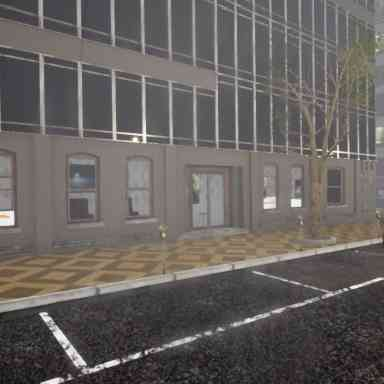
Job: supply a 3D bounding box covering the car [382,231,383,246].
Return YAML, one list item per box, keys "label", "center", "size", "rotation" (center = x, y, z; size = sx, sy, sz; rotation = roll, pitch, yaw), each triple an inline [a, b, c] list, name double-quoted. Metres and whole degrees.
- label: "car"
  center: [9.365, 1.436, 13.280]
  size: [4.097, 1.590, 1.967]
  rotation: [0, -1, -36]
